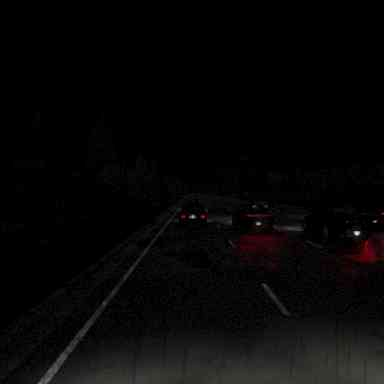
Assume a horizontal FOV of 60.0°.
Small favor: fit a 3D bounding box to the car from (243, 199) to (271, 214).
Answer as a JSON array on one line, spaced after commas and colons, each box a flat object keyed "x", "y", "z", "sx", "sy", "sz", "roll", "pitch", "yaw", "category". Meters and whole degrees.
[{"x": 7.073, "y": 1.548, "z": 36.678, "sx": 2.033, "sy": 1.411, "sz": 5.357, "roll": 0, "pitch": 0, "yaw": 0, "category": "car"}]

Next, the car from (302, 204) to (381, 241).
[{"x": 7.088, "y": 1.505, "z": 16.717, "sx": 1.837, "sy": 1.490, "sz": 4.892, "roll": 0, "pitch": 0, "yaw": 0, "category": "car"}]

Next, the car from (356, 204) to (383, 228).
[{"x": 10.585, "y": 1.492, "z": 21.637, "sx": 2.128, "sy": 1.511, "sz": 4.902, "roll": 0, "pitch": 0, "yaw": 0, "category": "car"}]

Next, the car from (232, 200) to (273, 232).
[{"x": 3.586, "y": 1.493, "z": 20.338, "sx": 2.128, "sy": 1.511, "sz": 4.902, "roll": 0, "pitch": 0, "yaw": 0, "category": "car"}]

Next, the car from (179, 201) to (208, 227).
[{"x": 0.086, "y": 1.549, "z": 22.624, "sx": 2.033, "sy": 1.411, "sz": 5.357, "roll": 0, "pitch": 0, "yaw": 0, "category": "car"}]

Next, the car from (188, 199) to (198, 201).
[{"x": 0.072, "y": 1.566, "z": 40.485, "sx": 1.994, "sy": 1.385, "sz": 4.181, "roll": 0, "pitch": 0, "yaw": 0, "category": "car"}]
